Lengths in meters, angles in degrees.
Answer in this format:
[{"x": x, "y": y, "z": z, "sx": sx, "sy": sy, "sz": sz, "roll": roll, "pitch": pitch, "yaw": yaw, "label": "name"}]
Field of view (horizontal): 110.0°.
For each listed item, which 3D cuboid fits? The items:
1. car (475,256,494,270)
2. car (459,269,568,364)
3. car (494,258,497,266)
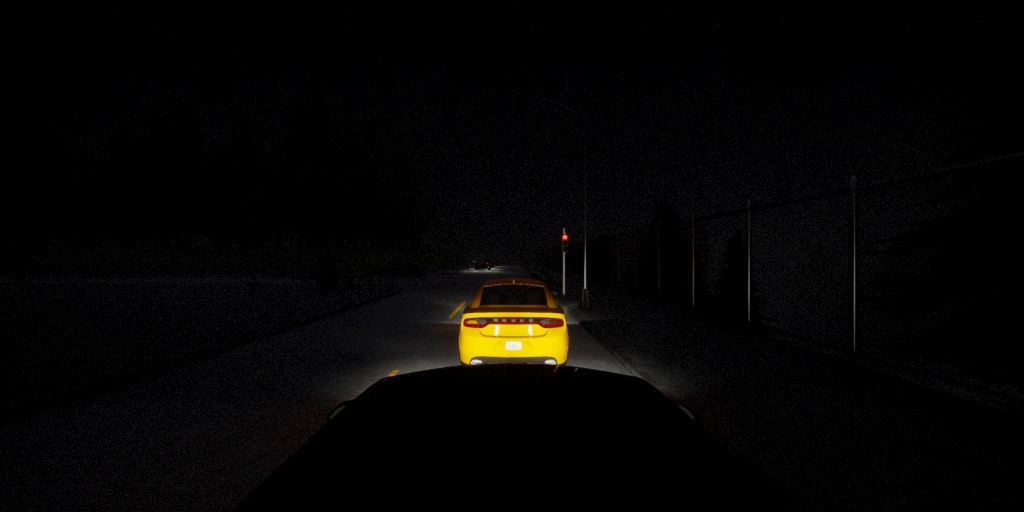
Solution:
[{"x": -4.123, "y": 1.102, "z": 51.959, "sx": 2.097, "sy": 1.767, "sz": 4.553, "roll": 0, "pitch": 0, "yaw": 0, "label": "car"}, {"x": 0.043, "y": 1.228, "z": 7.991, "sx": 1.882, "sy": 1.535, "sz": 5.008, "roll": 0, "pitch": 0, "yaw": 0, "label": "car"}, {"x": -4.109, "y": 1.351, "z": 62.236, "sx": 1.895, "sy": 1.301, "sz": 4.718, "roll": 0, "pitch": 0, "yaw": 0, "label": "car"}]
